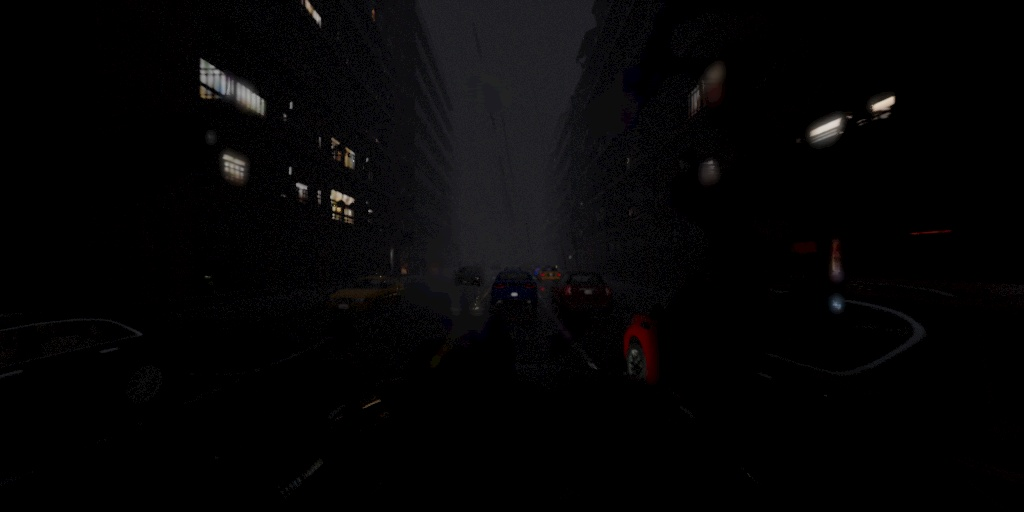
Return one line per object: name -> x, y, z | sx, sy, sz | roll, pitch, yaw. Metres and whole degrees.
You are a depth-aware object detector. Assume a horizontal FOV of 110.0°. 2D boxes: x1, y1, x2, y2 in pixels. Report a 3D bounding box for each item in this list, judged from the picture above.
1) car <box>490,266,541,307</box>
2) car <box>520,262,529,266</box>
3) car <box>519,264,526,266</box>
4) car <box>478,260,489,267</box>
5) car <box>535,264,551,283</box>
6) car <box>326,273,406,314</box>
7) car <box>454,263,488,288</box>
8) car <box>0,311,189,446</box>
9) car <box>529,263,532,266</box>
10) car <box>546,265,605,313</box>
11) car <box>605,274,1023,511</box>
car -> 0.100, 1.380, 16.516 | 1.882, 1.535, 5.008 | 0, -1, 0
car -> 2.725, 1.873, 59.333 | 1.751, 1.417, 4.829 | 0, 0, 0
car -> 0.113, 1.703, 35.789 | 1.895, 1.301, 4.718 | 0, -1, 0
car -> -5.681, 1.846, 64.767 | 1.967, 1.591, 4.097 | 0, 0, 0
car -> 3.162, 1.515, 31.513 | 1.801, 1.575, 5.366 | 0, -1, 0
car -> -5.686, 1.409, 14.489 | 1.751, 1.417, 4.829 | 0, 0, 0
car -> -3.091, 1.484, 26.591 | 1.882, 1.535, 5.008 | 0, -1, 0
car -> -5.691, 1.319, 3.523 | 2.007, 1.370, 4.403 | 0, 0, 0
car -> 3.155, 1.607, 38.323 | 1.882, 1.535, 5.008 | 0, -1, 0
car -> 2.695, 1.323, 14.622 | 1.967, 1.591, 4.097 | 0, 0, 0
car -> 2.690, 1.083, 3.486 | 2.192, 1.841, 5.009 | 0, 0, 0
